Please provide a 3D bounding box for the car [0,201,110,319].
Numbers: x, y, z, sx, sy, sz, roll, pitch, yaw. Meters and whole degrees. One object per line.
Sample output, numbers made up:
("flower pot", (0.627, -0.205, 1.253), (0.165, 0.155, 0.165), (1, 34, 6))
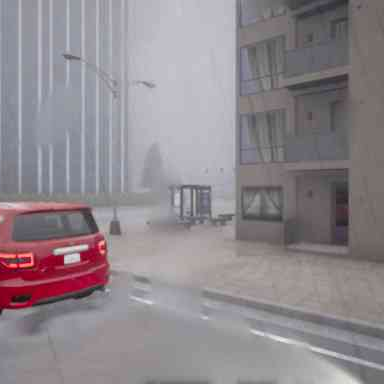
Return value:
("car", (-4.170, 1.216, 7.236), (5.566, 2.045, 2.150), (0, 0, 37))
